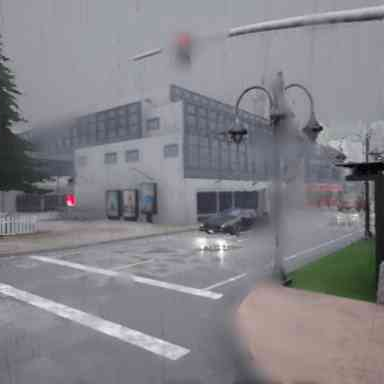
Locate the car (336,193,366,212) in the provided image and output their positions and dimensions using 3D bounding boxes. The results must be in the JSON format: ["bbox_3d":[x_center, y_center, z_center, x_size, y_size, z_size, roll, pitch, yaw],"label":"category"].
[{"bbox_3d":[18.079,1.119,37.368,2.150,2.045,5.566,-1,-1,40],"label":"car"}]

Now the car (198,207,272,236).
[{"bbox_3d":[2.646,1.594,18.968,2.033,1.411,5.357,-1,0,40],"label":"car"}]
